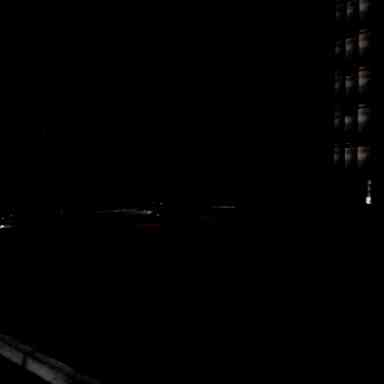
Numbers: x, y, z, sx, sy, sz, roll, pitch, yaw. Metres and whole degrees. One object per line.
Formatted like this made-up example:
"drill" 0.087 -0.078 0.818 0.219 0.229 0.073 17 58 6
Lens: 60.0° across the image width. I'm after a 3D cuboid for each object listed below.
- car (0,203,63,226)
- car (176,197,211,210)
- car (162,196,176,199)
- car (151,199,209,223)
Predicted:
"car" -11.697 1.615 24.394 1.994 1.385 4.181 1 1 38
"car" 0.504 1.552 39.888 1.812 1.442 4.674 1 1 38
"car" -2.933 1.346 40.773 2.097 1.767 4.553 1 0 38
"car" -1.044 1.593 27.149 1.882 1.535 5.008 1 1 39
